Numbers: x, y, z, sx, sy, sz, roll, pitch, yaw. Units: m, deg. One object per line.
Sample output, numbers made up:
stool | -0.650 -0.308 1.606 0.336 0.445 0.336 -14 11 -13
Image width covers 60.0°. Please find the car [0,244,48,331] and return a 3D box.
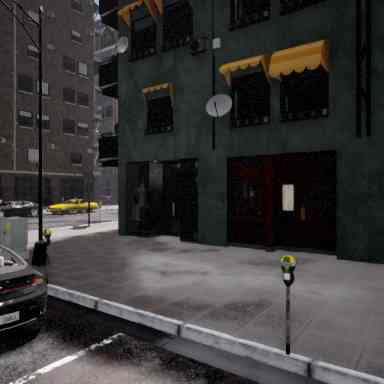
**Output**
car | -4.355 1.551 5.976 4.403 1.369 2.008 0 0 35

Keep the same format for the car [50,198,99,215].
car | -10.840 1.250 30.408 1.752 1.417 4.829 1 1 35

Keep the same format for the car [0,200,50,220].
car | -13.928 1.350 25.982 2.008 1.369 4.403 1 1 35
